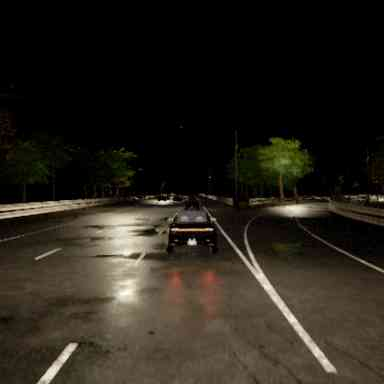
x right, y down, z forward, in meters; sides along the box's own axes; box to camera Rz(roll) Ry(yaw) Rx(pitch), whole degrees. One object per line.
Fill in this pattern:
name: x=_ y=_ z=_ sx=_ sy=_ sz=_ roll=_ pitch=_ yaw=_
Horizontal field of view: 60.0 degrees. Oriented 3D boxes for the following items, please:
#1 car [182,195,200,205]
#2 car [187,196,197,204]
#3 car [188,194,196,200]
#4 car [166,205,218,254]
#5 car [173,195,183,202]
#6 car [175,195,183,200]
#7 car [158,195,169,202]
car: x=0.008 y=1.510 z=43.315 sx=1.837 sy=1.490 sz=4.892 roll=0 pitch=0 yaw=0
car: x=0.011 y=1.577 z=68.456 sx=1.812 sy=1.442 sz=4.674 roll=0 pitch=0 yaw=0
car: x=0.018 y=1.429 z=88.912 sx=1.882 sy=1.535 sz=5.008 roll=0 pitch=0 yaw=0
car: x=0.004 y=1.493 z=13.597 sx=2.128 sy=1.511 sz=4.902 roll=0 pitch=0 yaw=0
car: x=-3.484 y=1.622 z=78.490 sx=1.994 sy=1.385 sz=4.181 roll=0 pitch=0 yaw=0
car: x=-3.482 y=1.528 z=88.527 sx=1.895 sy=1.301 sz=4.718 roll=0 pitch=0 yaw=0
car: x=-6.984 y=1.568 z=78.075 sx=1.837 sy=1.490 sz=4.892 roll=0 pitch=0 yaw=0
